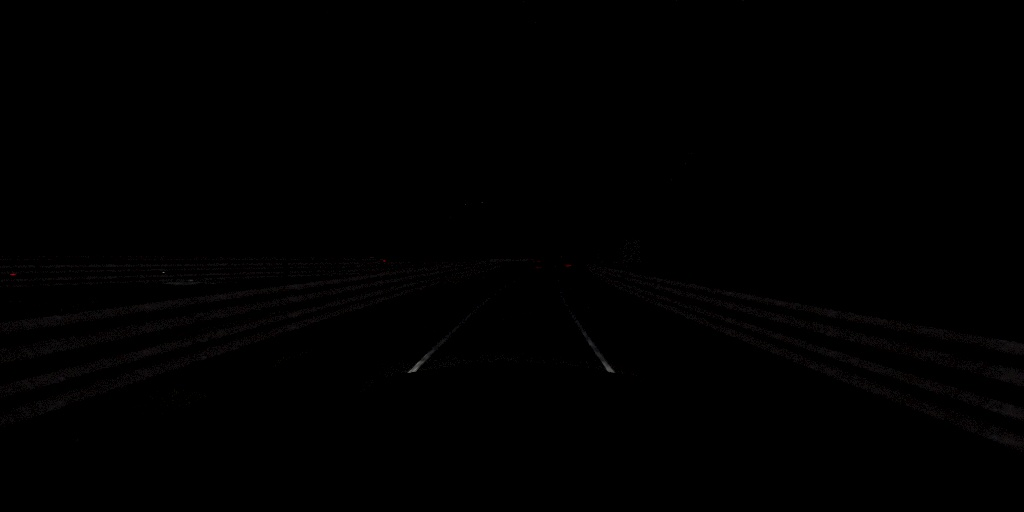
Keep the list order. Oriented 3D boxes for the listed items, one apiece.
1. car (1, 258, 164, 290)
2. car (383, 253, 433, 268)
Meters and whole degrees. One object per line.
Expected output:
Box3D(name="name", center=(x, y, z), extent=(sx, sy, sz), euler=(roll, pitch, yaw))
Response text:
Box3D(name="car", center=(-21.524, 0.824, 18.386), extent=(2.033, 1.411, 5.357), euler=(1, 0, 32))
Box3D(name="car", center=(-10.592, 0.720, 36.898), extent=(2.150, 2.045, 5.566), euler=(1, 0, 30))
